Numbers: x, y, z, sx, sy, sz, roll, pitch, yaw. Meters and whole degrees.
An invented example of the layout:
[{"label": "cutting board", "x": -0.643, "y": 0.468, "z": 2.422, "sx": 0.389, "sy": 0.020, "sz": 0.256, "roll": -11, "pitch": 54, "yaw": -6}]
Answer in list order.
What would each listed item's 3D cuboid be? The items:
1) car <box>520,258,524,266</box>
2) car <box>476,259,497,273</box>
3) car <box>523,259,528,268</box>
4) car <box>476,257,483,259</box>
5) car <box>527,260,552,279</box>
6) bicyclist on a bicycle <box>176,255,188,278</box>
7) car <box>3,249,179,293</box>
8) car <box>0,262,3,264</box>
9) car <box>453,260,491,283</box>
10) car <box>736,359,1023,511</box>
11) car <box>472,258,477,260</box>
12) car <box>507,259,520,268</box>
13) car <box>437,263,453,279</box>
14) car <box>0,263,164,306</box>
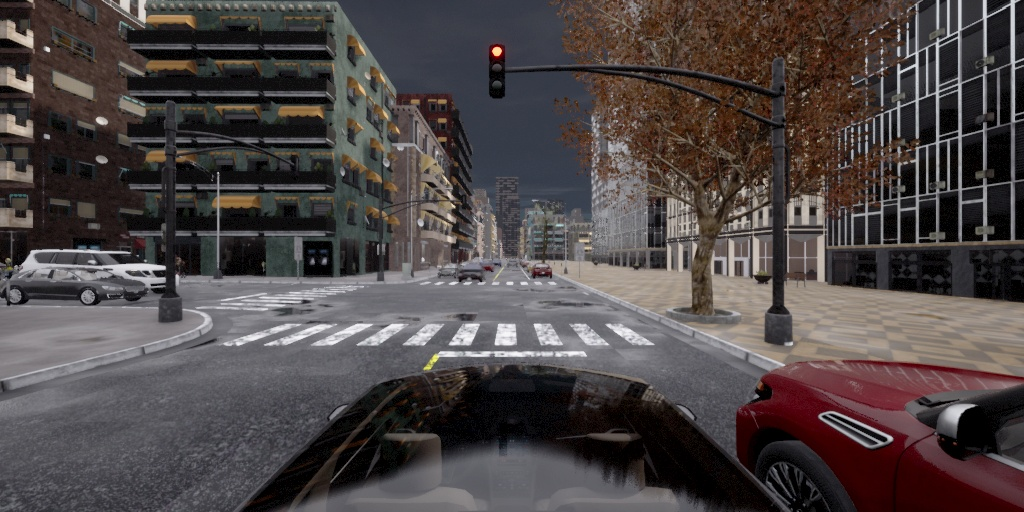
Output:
[{"label": "car", "x": 2.679, "y": 1.374, "z": 60.640, "sx": 1.802, "sy": 1.307, "sz": 4.207, "roll": 0, "pitch": 0, "yaw": 0}, {"label": "car", "x": -3.108, "y": 1.372, "z": 43.191, "sx": 1.895, "sy": 1.301, "sz": 4.718, "roll": 0, "pitch": 0, "yaw": 0}, {"label": "car", "x": 2.682, "y": 1.297, "z": 44.213, "sx": 1.751, "sy": 1.417, "sz": 4.829, "roll": 0, "pitch": 0, "yaw": 0}, {"label": "car", "x": -5.700, "y": 1.225, "z": 55.106, "sx": 1.967, "sy": 1.591, "sz": 4.097, "roll": 0, "pitch": 0, "yaw": 0}, {"label": "car", "x": 2.685, "y": 1.307, "z": 32.977, "sx": 1.888, "sy": 1.381, "sz": 4.507, "roll": 0, "pitch": 0, "yaw": 0}, {"label": "bicyclist on a bicycle", "x": -23.173, "y": 0.761, "z": 24.817, "sx": 0.582, "sy": 1.620, "sz": 1.656, "roll": 1, "pitch": 0, "yaw": -1}, {"label": "car", "x": -18.430, "y": 0.738, "z": 16.126, "sx": 5.566, "sy": 2.045, "sz": 2.150, "roll": 1, "pitch": 0, "yaw": -1}, {"label": "car", "x": -25.058, "y": 0.992, "z": 19.264, "sx": 4.181, "sy": 1.385, "sz": 1.994, "roll": 1, "pitch": 0, "yaw": -1}, {"label": "car", "x": -3.106, "y": 1.306, "z": 28.656, "sx": 2.033, "sy": 1.411, "sz": 5.357, "roll": 0, "pitch": 0, "yaw": 0}, {"label": "car", "x": 2.692, "y": 1.065, "z": 0.590, "sx": 2.192, "sy": 1.841, "sz": 5.009, "roll": 0, "pitch": 0, "yaw": 0}, {"label": "car", "x": -5.698, "y": 1.323, "z": 44.041, "sx": 2.007, "sy": 1.370, "sz": 4.403, "roll": 0, "pitch": 0, "yaw": 0}, {"label": "car", "x": 0.087, "y": 1.289, "z": 64.453, "sx": 2.128, "sy": 1.511, "sz": 4.902, "roll": 0, "pitch": 0, "yaw": 0}, {"label": "car", "x": -5.696, "y": 1.312, "z": 32.976, "sx": 2.007, "sy": 1.370, "sz": 4.403, "roll": 0, "pitch": 0, "yaw": 0}, {"label": "car", "x": -16.437, "y": 1.091, "z": 13.558, "sx": 4.403, "sy": 1.370, "sz": 2.007, "roll": 0, "pitch": 0, "yaw": -1}]
